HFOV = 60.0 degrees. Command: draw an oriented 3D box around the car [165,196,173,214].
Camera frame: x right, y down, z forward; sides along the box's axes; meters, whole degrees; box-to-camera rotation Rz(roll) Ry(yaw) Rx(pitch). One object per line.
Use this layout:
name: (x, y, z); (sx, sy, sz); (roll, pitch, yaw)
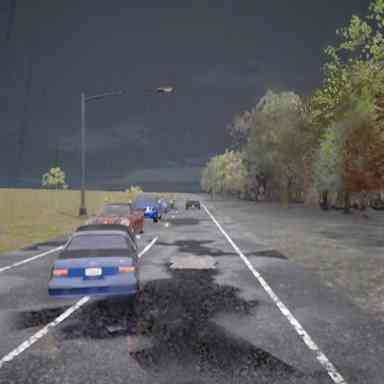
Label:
car: (-3.554, 1.346, 35.925); (2.097, 1.767, 4.553); (0, 0, 0)

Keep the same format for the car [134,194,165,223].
car: (-3.576, 1.219, 25.920); (2.150, 2.045, 5.566); (0, 0, -1)

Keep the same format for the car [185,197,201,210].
car: (0.107, 1.495, 43.888); (1.837, 1.490, 4.892); (0, 0, -1)

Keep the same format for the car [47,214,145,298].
car: (-2.337, 1.547, 8.724); (2.033, 1.411, 5.357); (0, 0, -11)

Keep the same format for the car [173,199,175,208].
car: (-3.543, 1.341, 45.932); (2.097, 1.767, 4.553); (0, 0, 0)

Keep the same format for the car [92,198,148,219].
car: (-3.653, 1.351, 16.256); (2.097, 1.767, 4.553); (0, 0, 1)
